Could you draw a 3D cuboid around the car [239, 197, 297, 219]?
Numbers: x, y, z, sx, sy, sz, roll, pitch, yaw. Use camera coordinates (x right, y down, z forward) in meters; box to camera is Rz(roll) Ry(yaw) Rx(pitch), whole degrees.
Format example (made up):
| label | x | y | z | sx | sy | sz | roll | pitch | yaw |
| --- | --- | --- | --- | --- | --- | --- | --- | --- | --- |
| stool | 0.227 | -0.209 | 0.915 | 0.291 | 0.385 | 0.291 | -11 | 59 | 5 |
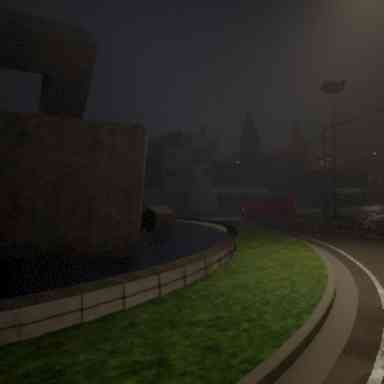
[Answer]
| label | x | y | z | sx | sy | sz | roll | pitch | yaw |
| --- | --- | --- | --- | --- | --- | --- | --- | --- | --- |
| car | 7.463 | 1.518 | 32.839 | 5.566 | 2.045 | 2.150 | -1 | 0 | -2 |
